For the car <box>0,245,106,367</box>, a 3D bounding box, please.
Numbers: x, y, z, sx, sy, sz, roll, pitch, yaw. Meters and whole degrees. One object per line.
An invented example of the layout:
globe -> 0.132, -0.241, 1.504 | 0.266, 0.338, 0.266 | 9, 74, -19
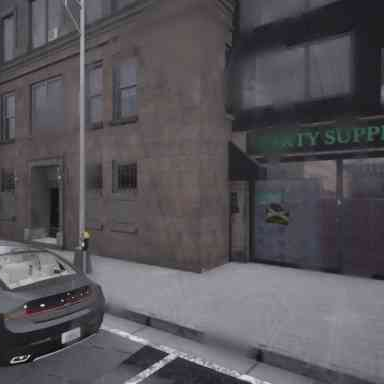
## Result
car -> -3.282, 1.551, 5.416 | 4.403, 1.369, 2.008 | 0, 0, 35
